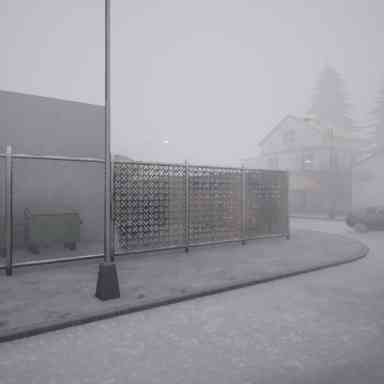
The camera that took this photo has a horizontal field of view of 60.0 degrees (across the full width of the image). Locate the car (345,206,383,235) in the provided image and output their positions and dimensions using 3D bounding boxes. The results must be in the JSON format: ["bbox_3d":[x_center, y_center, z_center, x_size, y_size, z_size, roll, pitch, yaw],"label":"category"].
[{"bbox_3d":[10.525,1.492,17.091,2.128,1.511,4.902,0,0,-42],"label":"car"}]
